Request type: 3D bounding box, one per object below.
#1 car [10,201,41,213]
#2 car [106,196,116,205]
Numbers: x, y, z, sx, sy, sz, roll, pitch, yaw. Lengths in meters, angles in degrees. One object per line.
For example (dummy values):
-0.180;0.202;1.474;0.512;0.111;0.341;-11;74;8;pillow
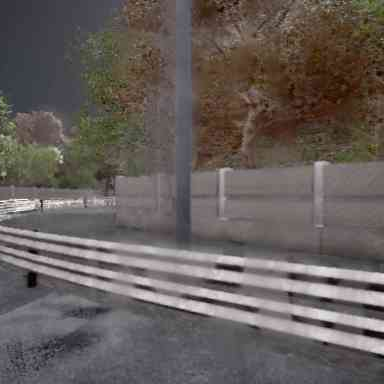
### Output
-19.111;1.664;38.405;1.994;1.385;4.181;0;0;2;car
-14.552;1.503;63.701;2.097;1.767;4.553;0;0;13;car
